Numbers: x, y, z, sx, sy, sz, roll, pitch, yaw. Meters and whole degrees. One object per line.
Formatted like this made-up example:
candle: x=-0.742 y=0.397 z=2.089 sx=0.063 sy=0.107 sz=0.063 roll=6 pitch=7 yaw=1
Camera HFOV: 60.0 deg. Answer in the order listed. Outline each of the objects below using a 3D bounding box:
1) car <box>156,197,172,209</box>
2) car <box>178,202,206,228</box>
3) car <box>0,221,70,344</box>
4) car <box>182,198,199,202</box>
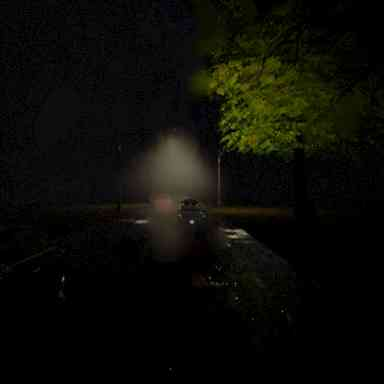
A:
car: x=-3.992 y=1.547 z=48.446 sx=2.097 sy=1.767 sz=4.553 roll=0 pitch=0 yaw=-1
car: x=-0.020 y=1.661 z=23.060 sx=1.812 sy=1.442 sz=4.674 roll=0 pitch=0 yaw=0
car: x=-3.618 y=1.386 z=5.119 sx=2.097 sy=1.767 sz=4.553 roll=0 pitch=0 yaw=0
car: x=-0.202 y=1.554 z=40.420 sx=2.097 sy=1.767 sz=4.553 roll=0 pitch=0 yaw=-1
